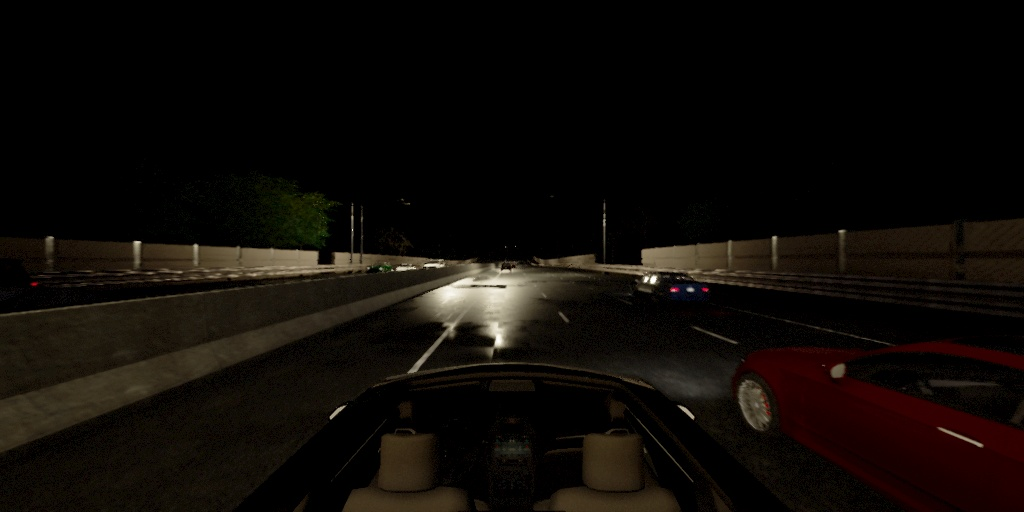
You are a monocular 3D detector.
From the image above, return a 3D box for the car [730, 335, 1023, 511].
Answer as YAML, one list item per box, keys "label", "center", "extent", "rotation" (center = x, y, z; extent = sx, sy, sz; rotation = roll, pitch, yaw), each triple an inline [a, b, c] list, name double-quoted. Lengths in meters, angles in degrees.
- label: "car"
  center: [3.602, 1.281, 2.466]
  extent: [1.812, 1.442, 4.674]
  rotation: [0, 0, 0]

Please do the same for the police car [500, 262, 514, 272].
- label: "police car"
  center: [-1.064, 1.949, 64.458]
  extent: [1.930, 1.638, 5.238]
  rotation: [0, -1, 0]

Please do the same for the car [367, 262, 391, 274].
- label: "car"
  center: [-17.564, 1.612, 47.862]
  extent: [2.097, 1.767, 4.553]
  rotation: [0, -1, 1]

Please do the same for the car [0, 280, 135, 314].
- label: "car"
  center: [-10.598, 1.352, 7.593]
  extent: [1.994, 1.385, 4.181]
  rotation: [0, 0, 0]

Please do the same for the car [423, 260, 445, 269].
- label: "car"
  center: [-10.564, 1.501, 49.150]
  extent: [2.150, 2.045, 5.566]
  rotation: [0, -1, 1]

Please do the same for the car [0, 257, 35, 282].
- label: "car"
  center: [-14.098, 1.009, 7.526]
  extent: [2.150, 2.045, 5.566]
  rotation: [0, 0, 0]

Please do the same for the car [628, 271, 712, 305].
- label: "car"
  center: [7.099, 1.412, 16.769]
  extent: [2.033, 1.411, 5.357]
  rotation: [0, -1, 0]

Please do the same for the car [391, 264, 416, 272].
- label: "car"
  center: [-14.063, 1.785, 47.762]
  extent: [1.812, 1.442, 4.674]
  rotation: [0, -1, 1]
